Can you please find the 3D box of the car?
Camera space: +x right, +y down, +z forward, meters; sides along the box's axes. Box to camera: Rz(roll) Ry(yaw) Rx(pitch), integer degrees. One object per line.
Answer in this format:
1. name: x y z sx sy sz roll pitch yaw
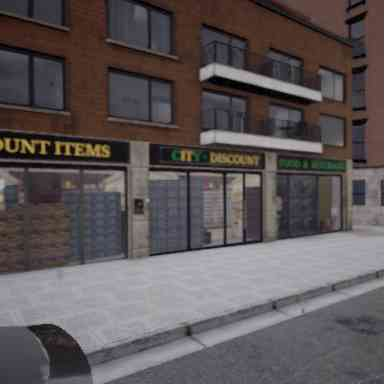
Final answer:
1. car: -2.749 1.495 1.110 4.902 1.511 2.128 0 0 -35
